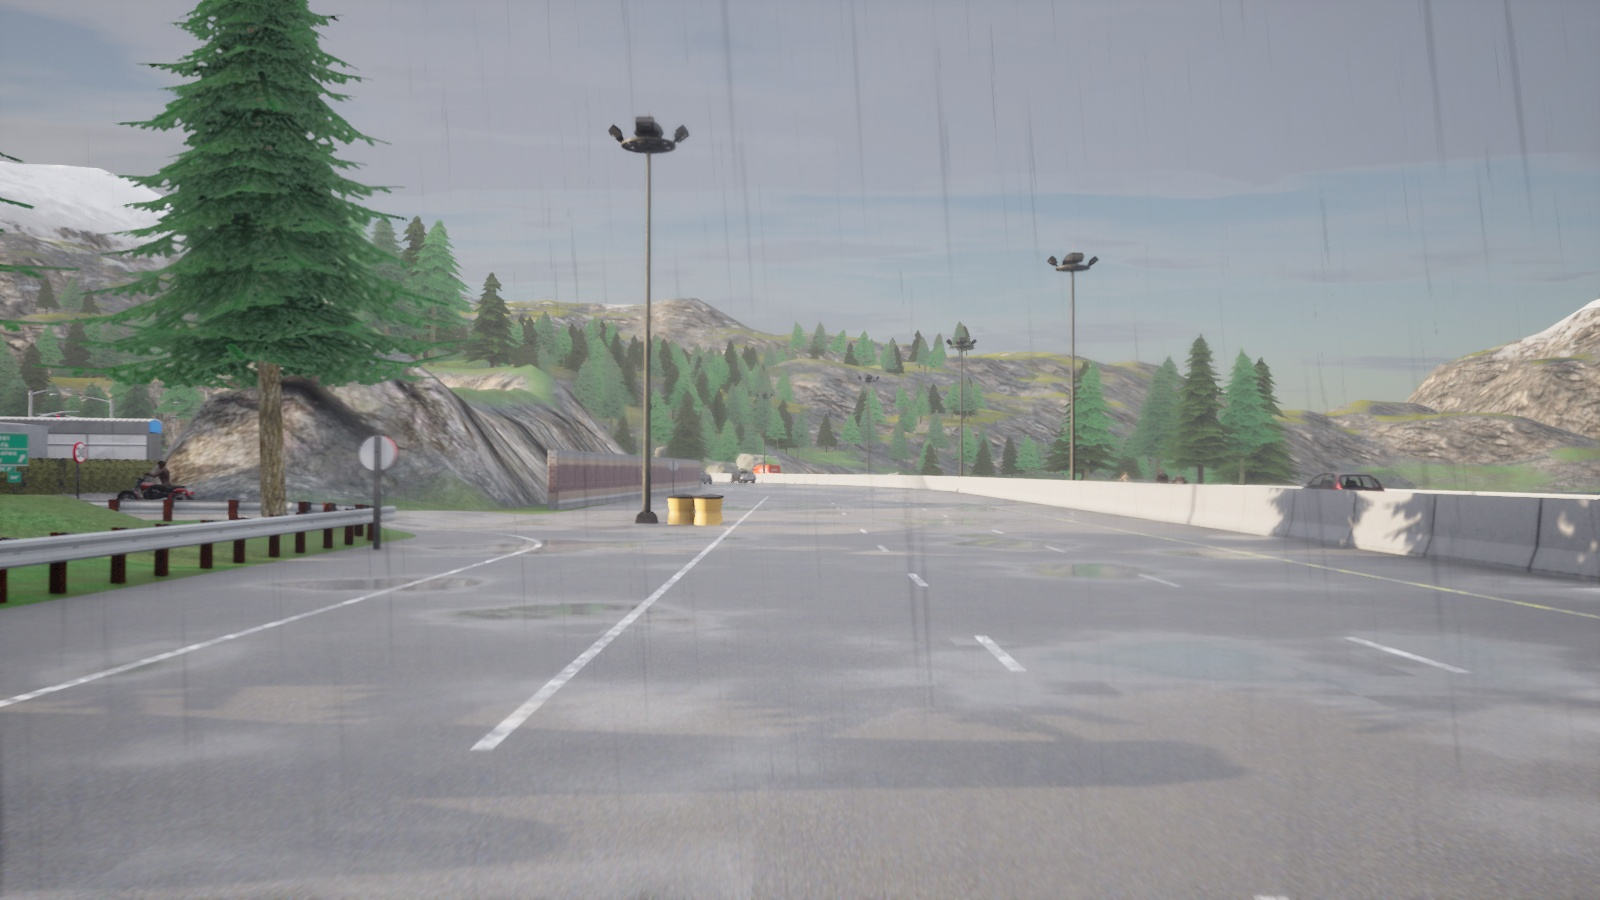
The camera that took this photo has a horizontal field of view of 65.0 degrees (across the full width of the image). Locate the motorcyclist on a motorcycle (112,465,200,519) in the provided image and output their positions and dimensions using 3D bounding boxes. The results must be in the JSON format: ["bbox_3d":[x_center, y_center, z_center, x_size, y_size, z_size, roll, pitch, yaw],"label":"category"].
[{"bbox_3d":[-19.994,1.302,39.012,2.350,1.649,0.766,0,-1,0],"label":"motorcyclist on a motorcycle"}]

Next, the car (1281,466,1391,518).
[{"bbox_3d":[17.404,1.328,40.950,1.851,1.617,3.988,0,-1,0],"label":"car"}]
